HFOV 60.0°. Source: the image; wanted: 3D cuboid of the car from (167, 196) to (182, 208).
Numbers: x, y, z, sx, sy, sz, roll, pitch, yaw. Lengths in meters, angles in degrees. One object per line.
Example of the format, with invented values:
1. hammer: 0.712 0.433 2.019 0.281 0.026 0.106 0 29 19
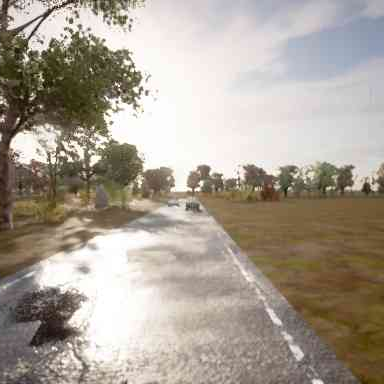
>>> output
1. car: -3.080 1.812 55.651 1.812 1.442 4.674 0 0 1

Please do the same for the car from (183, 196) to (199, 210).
1. car: 0.077 1.735 46.557 2.128 1.511 4.902 0 0 0

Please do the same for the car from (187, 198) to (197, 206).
1. car: 0.066 1.926 64.550 1.895 1.301 4.718 0 0 0
